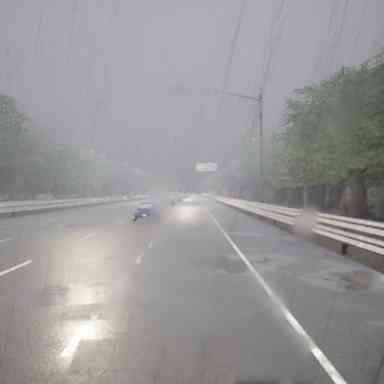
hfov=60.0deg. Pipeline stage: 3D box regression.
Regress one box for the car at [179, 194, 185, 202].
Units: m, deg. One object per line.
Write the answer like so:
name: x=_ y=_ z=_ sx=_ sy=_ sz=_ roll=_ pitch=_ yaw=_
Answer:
car: x=-3.174 y=1.593 z=74.323 sx=2.033 sy=1.411 sz=5.357 roll=0 pitch=0 yaw=0

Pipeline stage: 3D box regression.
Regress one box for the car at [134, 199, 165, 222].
car: x=-3.453 y=1.537 z=26.441 sx=1.812 sy=1.442 sz=4.674 roll=0 pitch=0 yaw=0

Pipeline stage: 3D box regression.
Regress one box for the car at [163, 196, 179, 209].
car: x=-3.363 y=1.522 z=47.114 sx=2.128 sy=1.511 sz=4.902 roll=0 pitch=0 yaw=0
